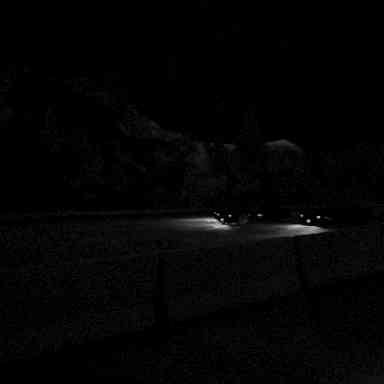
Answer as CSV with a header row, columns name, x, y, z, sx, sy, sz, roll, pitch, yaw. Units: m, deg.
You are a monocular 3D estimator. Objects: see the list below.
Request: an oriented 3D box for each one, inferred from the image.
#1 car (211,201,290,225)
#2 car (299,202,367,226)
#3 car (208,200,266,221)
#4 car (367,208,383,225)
name,x,y,z,sx,sy,sz,roll,pitch,yaw
car,4.285,1.403,22.908,5.357,1.411,2.033,0,0,-29
car,9.561,1.385,21.793,5.357,1.411,2.033,0,0,-28
car,3.567,1.403,26.459,4.181,1.385,1.994,0,0,-29
car,13.079,1.325,19.614,4.902,1.511,2.128,0,0,-27
